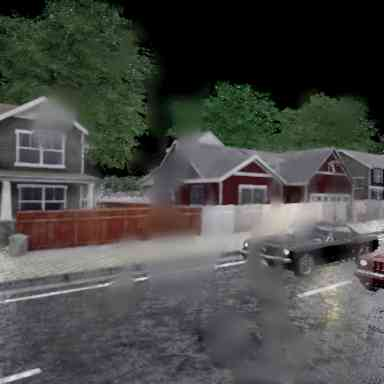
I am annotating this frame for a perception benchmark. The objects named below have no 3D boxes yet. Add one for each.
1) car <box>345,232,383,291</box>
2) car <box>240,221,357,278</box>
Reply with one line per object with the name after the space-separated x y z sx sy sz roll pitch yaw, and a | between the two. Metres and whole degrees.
5.876 1.624 7.861 4.718 1.301 1.895 0 0 -35 | car
3.748 1.624 10.337 4.718 1.301 1.895 0 0 -35 | car
